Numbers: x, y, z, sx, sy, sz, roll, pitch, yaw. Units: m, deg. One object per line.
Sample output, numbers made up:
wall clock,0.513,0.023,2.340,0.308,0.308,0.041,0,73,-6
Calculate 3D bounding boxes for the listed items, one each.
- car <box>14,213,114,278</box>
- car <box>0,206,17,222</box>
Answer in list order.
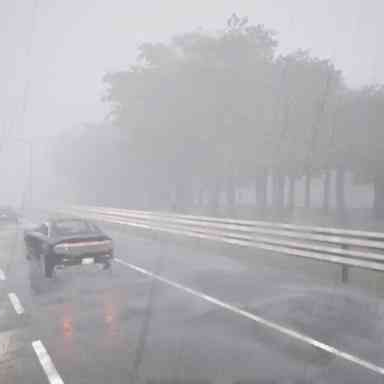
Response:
car,-4.065,1.587,10.602,2.128,1.511,4.902,1,-1,-35
car,-15.408,1.791,26.971,1.994,1.385,4.181,1,-1,-35
